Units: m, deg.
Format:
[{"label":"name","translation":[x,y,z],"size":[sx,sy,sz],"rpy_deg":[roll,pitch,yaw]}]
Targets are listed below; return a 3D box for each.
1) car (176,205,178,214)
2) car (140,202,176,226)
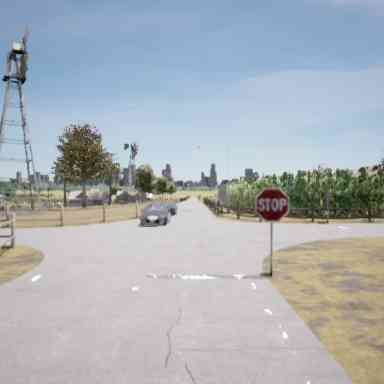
[{"label":"car","translation":[-2.455,1.685,33.647],"size":[1.895,1.301,4.718],"rpy_deg":[0,0,1]},{"label":"car","translation":[-2.546,1.568,24.059],"size":[2.128,1.511,4.902],"rpy_deg":[-1,1,1]}]
